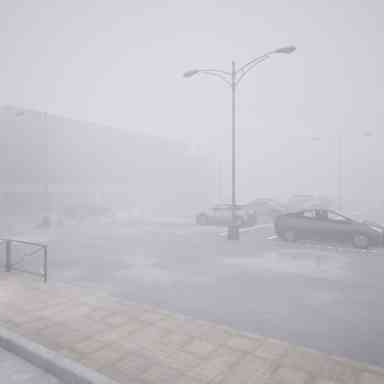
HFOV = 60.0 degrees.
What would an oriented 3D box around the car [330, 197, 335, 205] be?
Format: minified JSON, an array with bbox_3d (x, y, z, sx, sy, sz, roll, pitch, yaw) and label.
[{"bbox_3d":[14.239,1.289,39.907,4.605,1.855,1.932,0,0,35],"label":"car"}]

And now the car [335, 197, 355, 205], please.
[{"bbox_3d":[24.995,1.565,55.062,3.633,1.501,1.845,0,0,35],"label":"car"}]

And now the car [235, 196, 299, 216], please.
[{"bbox_3d":[5.584,1.345,26.801,5.027,1.636,2.152,0,0,35],"label":"car"}]

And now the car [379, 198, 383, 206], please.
[{"bbox_3d":[29.371,1.576,48.369,3.806,1.475,1.970,0,0,35],"label":"car"}]

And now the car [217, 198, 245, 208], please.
[{"bbox_3d":[6.154,1.724,52.162,2.033,1.411,5.357,0,0,35],"label":"car"}]

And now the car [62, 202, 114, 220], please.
[{"bbox_3d":[-9.261,1.668,30.113,2.128,1.511,4.902,0,0,35],"label":"car"}]

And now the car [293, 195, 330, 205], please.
[{"bbox_3d":[12.912,1.268,37.289,3.866,1.878,1.905,0,0,35],"label":"car"}]

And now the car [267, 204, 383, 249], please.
[{"bbox_3d":[5.854,1.490,14.316,4.514,1.523,2.007,0,0,35],"label":"car"}]

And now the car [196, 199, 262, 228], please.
[{"bbox_3d":[2.173,1.424,21.356,3.806,1.475,1.970,0,0,35],"label":"car"}]
